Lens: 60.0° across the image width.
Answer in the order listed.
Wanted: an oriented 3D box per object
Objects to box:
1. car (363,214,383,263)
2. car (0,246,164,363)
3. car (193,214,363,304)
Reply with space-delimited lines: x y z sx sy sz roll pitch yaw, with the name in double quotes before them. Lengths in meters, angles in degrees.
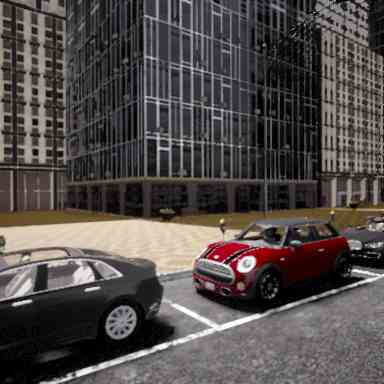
"car" 6.499 1.456 11.196 4.403 1.369 2.008 -1 0 -36
"car" -2.508 1.546 4.771 4.403 1.369 2.008 -1 0 -36
"car" 1.995 1.390 7.983 4.097 1.590 1.967 -1 0 -36
